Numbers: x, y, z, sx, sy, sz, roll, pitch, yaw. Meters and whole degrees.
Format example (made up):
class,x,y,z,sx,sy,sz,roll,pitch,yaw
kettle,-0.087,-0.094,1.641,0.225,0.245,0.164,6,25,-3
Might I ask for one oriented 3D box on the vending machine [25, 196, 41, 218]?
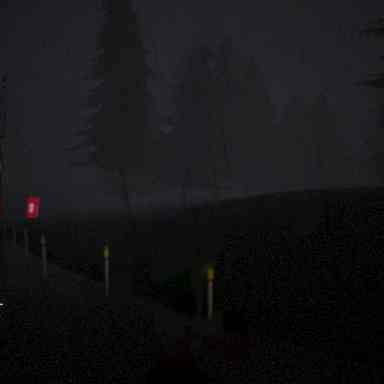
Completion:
class,x,y,z,sx,sy,sz,roll,pitch,yaw
vending machine,-16.674,1.567,34.855,1.100,2.100,0.880,8,2,-11
